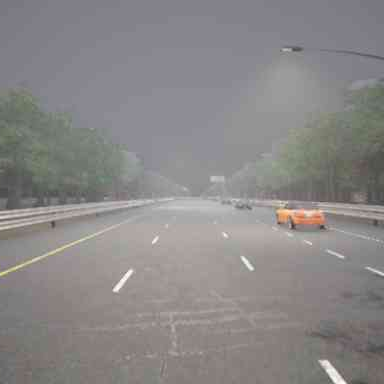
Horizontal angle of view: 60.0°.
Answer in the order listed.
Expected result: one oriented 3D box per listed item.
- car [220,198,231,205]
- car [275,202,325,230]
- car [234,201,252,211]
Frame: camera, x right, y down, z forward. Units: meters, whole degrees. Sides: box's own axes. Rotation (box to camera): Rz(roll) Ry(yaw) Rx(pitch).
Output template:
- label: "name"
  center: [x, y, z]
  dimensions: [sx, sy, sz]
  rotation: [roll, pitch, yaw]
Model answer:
- label: "car"
  center: [7.255, 1.983, 72.076]
  dimensions: [2.097, 1.767, 4.553]
  rotation: [0, -1, 0]
- label: "car"
  center: [7.017, 1.427, 22.028]
  dimensions: [2.097, 1.767, 4.553]
  rotation: [0, 0, 0]
- label: "car"
  center: [7.100, 1.913, 46.829]
  dimensions: [1.895, 1.301, 4.718]
  rotation: [0, -1, 0]
